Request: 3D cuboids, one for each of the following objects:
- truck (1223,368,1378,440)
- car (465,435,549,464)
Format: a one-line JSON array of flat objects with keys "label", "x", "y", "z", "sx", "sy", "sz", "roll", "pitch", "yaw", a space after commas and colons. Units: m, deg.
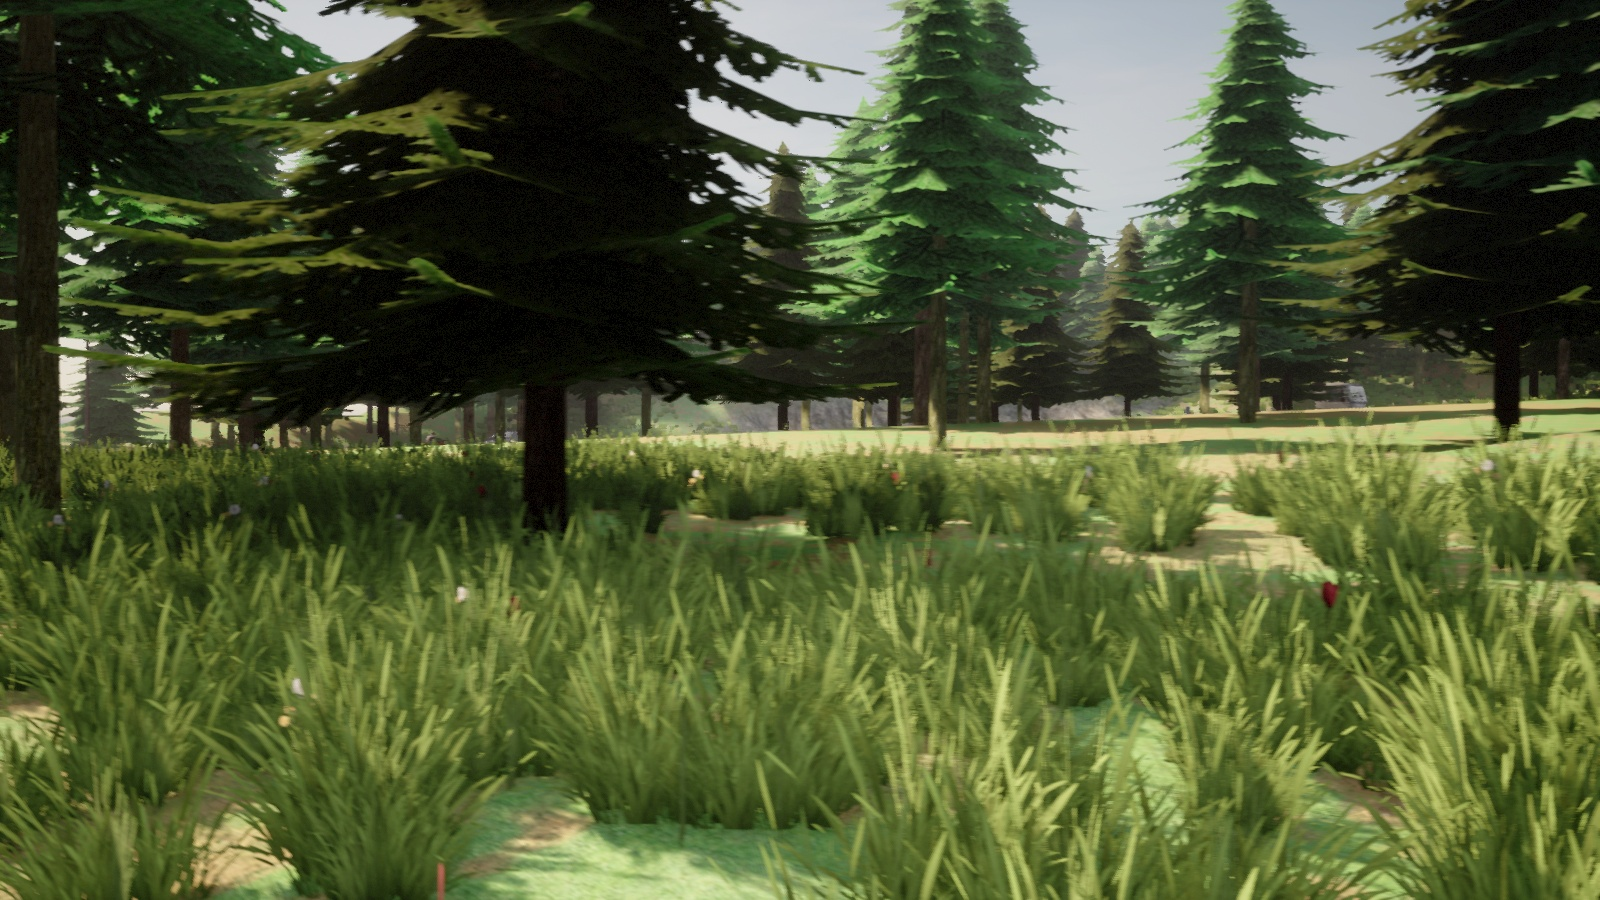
[{"label": "truck", "x": 30.184, "y": -2.699, "z": 75.980, "sx": 7.936, "sy": 3.462, "sz": 2.891, "roll": -7, "pitch": -3, "yaw": 42}, {"label": "car", "x": -17.528, "y": -0.069, "z": 75.370, "sx": 2.033, "sy": 1.649, "sz": 4.856, "roll": 0, "pitch": 1, "yaw": 33}]
